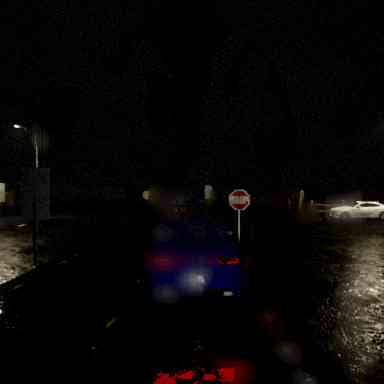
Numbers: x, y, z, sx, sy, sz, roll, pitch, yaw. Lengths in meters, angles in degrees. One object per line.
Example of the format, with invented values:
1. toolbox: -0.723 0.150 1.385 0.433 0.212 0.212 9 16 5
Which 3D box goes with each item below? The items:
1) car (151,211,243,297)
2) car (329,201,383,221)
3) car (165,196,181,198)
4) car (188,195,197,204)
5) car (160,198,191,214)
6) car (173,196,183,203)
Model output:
1. car: 0.087 1.475 8.627 1.882 1.535 5.008 0 0 0
2. car: 13.265 1.442 26.113 4.674 1.442 1.812 0 1 3
3. car: -2.859 1.320 43.941 2.097 1.767 4.553 0 0 0
4. car: 0.077 1.445 64.229 1.837 1.490 4.892 0 0 0
5. car: -1.825 1.547 31.498 1.994 1.385 4.181 0 0 -14
6. car: -2.786 1.535 68.173 1.895 1.301 4.718 0 0 0
